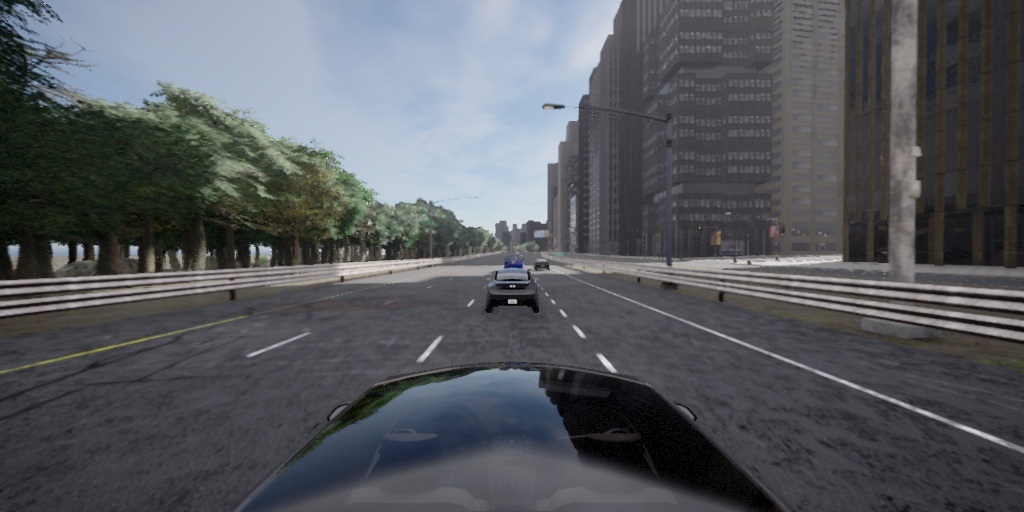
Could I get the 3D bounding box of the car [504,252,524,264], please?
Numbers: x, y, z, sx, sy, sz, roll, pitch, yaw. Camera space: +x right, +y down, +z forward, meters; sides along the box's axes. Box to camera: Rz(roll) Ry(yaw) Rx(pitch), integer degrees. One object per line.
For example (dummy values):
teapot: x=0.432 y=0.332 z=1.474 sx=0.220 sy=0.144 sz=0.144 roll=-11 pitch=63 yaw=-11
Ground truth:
car: x=0.192 y=0.811 z=42.210 sx=2.150 sy=2.045 sz=5.566 roll=0 pitch=0 yaw=1

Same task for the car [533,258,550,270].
car: x=3.838 y=1.032 z=46.970 sx=1.882 sy=1.535 sz=5.008 roll=0 pitch=1 yaw=1

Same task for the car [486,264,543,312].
car: x=0.024 y=1.237 z=14.147 sx=1.837 sy=1.490 sz=4.892 roll=0 pitch=0 yaw=0
